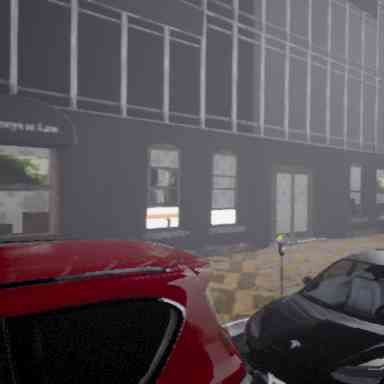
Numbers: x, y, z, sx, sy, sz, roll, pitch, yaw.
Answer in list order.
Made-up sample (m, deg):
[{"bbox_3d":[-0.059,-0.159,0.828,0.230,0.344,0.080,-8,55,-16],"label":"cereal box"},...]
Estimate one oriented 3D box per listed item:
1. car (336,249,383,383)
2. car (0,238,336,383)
[{"bbox_3d":[2.671,1.538,4.441,4.313,1.339,1.947,0,1,-34],"label":"car"},{"bbox_3d":[-1.931,1.275,1.319,5.009,1.841,2.192,0,1,-34],"label":"car"}]
